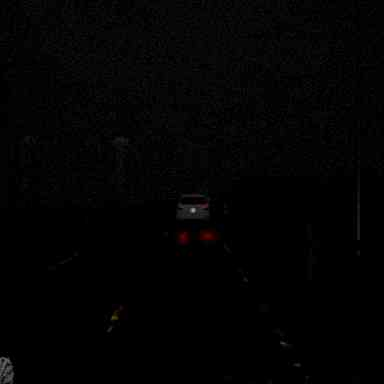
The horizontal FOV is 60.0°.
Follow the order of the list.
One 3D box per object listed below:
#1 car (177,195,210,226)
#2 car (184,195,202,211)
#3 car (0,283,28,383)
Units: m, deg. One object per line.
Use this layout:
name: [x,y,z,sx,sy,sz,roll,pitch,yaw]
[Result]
car: [0.098,1.206,23.348,2.150,2.045,5.566,0,0,1]
car: [0.101,1.333,41.759,2.097,1.767,4.553,0,0,0]
car: [-2.753,1.490,1.762,2.128,1.511,4.902,0,0,0]
